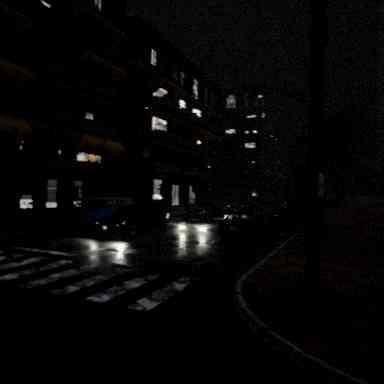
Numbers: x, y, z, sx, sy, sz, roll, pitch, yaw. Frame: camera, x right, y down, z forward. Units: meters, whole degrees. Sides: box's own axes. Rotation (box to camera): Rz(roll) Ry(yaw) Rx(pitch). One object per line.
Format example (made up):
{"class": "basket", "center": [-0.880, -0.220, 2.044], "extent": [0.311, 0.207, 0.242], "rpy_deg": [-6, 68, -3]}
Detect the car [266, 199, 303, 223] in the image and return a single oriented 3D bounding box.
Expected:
{"class": "car", "center": [7.292, 1.544, 25.553], "extent": [1.887, 1.381, 4.507], "rpy_deg": [2, 1, 25]}

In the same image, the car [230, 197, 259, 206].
{"class": "car", "center": [5.258, 1.502, 34.892], "extent": [1.895, 1.301, 4.718], "rpy_deg": [1, 0, 25]}

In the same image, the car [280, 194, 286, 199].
{"class": "car", "center": [16.198, 1.217, 64.425], "extent": [2.192, 1.841, 5.009], "rpy_deg": [2, 1, 25]}

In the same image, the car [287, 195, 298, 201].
{"class": "car", "center": [25.612, 1.486, 84.615], "extent": [1.887, 1.381, 4.507], "rpy_deg": [2, 1, 25]}

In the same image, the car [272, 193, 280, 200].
{"class": "car", "center": [13.763, 1.418, 59.226], "extent": [1.752, 1.417, 4.829], "rpy_deg": [2, 1, 25]}

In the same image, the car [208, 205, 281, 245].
{"class": "car", "center": [2.581, 1.551, 15.461], "extent": [1.947, 1.339, 4.313], "rpy_deg": [2, 1, 25]}

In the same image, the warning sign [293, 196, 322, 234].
{"class": "warning sign", "center": [5.970, 1.149, 17.144], "extent": [1.300, 1.860, 1.060], "rpy_deg": [0, -1, 25]}

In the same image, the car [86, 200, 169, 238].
{"class": "car", "center": [-2.947, 1.379, 17.332], "extent": [1.837, 1.490, 4.892], "rpy_deg": [1, 1, 25]}

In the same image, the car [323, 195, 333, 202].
{"class": "car", "center": [33.207, 1.539, 81.068], "extent": [1.967, 1.590, 4.097], "rpy_deg": [2, 1, 25]}

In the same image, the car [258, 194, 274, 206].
{"class": "car", "center": [11.478, 1.449, 54.334], "extent": [1.947, 1.339, 4.313], "rpy_deg": [2, 1, 25]}

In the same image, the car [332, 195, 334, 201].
{"class": "car", "center": [28.493, 1.630, 70.975], "extent": [2.008, 1.369, 4.403], "rpy_deg": [2, 1, 25]}

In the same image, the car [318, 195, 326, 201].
{"class": "car", "center": [34.342, 1.582, 87.765], "extent": [1.837, 1.490, 4.892], "rpy_deg": [1, 0, 25]}

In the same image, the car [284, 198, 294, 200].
{"class": "car", "center": [9.648, 1.558, 30.600], "extent": [2.008, 1.369, 4.403], "rpy_deg": [2, 1, 25]}

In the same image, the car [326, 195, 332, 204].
{"class": "car", "center": [26.138, 1.620, 65.930], "extent": [2.008, 1.369, 4.403], "rpy_deg": [2, 1, 25]}

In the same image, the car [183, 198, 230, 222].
{"class": "car", "center": [1.039, 1.365, 25.860], "extent": [1.882, 1.535, 5.008], "rpy_deg": [1, 0, 25]}

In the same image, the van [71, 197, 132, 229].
{"class": "van", "center": [-5.004, 1.168, 19.002], "extent": [1.690, 1.788, 3.998], "rpy_deg": [2, 1, 25]}

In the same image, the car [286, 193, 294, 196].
{"class": "car", "center": [23.264, 1.246, 79.564], "extent": [2.192, 1.841, 5.009], "rpy_deg": [2, 1, 25]}

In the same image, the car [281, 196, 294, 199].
{"class": "car", "center": [13.966, 1.583, 46.009], "extent": [1.895, 1.301, 4.718], "rpy_deg": [1, 0, 25]}

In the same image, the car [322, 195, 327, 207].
{"class": "car", "center": [19.143, 1.567, 50.943], "extent": [1.752, 1.417, 4.829], "rpy_deg": [2, 1, 25]}

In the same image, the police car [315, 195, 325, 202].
{"class": "police car", "center": [31.787, 1.490, 82.443], "extent": [1.930, 1.638, 5.238], "rpy_deg": [1, 0, 24]}

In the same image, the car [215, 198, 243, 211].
{"class": "car", "center": [4.412, 1.423, 39.193], "extent": [1.947, 1.339, 4.313], "rpy_deg": [2, 1, 25]}

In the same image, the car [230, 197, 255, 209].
{"class": "car", "center": [6.767, 1.417, 44.239], "extent": [2.008, 1.369, 4.403], "rpy_deg": [2, 1, 25]}
